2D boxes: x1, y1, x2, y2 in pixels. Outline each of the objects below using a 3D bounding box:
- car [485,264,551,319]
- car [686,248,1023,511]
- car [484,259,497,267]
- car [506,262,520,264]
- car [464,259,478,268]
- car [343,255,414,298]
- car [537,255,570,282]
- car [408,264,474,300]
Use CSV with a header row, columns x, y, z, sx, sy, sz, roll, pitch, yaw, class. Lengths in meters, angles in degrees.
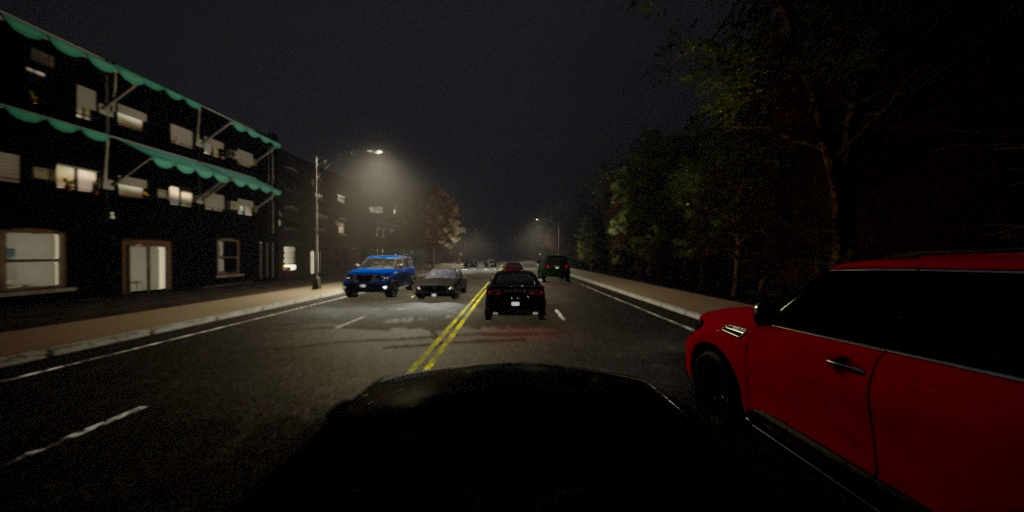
x,y,z,sx,sy,sz,roll,pitch,yaw,class
0.101,1.226,12.795,1.882,1.535,5.008,0,0,0,car
3.361,0.971,2.390,2.150,2.045,5.566,0,0,0,car
-3.484,1.237,59.043,2.128,1.511,4.902,0,0,0,car
0.100,1.272,30.995,1.812,1.442,4.674,0,0,0,car
-6.733,1.237,58.990,2.128,1.511,4.902,0,0,0,car
-6.598,0.970,18.643,2.150,2.045,5.566,0,0,0,car
3.349,0.968,29.269,2.150,2.045,5.566,0,0,0,car
-3.349,1.296,18.049,2.033,1.411,5.357,0,0,0,car
